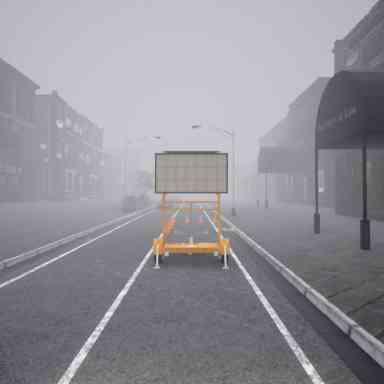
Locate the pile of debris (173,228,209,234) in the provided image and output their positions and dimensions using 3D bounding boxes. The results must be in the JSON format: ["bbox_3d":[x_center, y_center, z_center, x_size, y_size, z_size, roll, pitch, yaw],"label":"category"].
[{"bbox_3d":[-0.054,2.124,18.096,1.860,0.140,1.500,0,0,0],"label":"pile of debris"}]

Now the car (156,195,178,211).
[{"bbox_3d":[-3.225,1.446,40.496,2.128,1.511,4.902,0,0,0],"label":"car"}]

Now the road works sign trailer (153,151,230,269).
[{"bbox_3d":[-0.019,0.443,11.097,2.380,3.560,2.880,0,0,0],"label":"road works sign trailer"}]

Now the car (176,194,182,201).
[{"bbox_3d":[-3.209,1.373,67.492,2.097,1.767,4.553,0,0,0],"label":"car"}]
